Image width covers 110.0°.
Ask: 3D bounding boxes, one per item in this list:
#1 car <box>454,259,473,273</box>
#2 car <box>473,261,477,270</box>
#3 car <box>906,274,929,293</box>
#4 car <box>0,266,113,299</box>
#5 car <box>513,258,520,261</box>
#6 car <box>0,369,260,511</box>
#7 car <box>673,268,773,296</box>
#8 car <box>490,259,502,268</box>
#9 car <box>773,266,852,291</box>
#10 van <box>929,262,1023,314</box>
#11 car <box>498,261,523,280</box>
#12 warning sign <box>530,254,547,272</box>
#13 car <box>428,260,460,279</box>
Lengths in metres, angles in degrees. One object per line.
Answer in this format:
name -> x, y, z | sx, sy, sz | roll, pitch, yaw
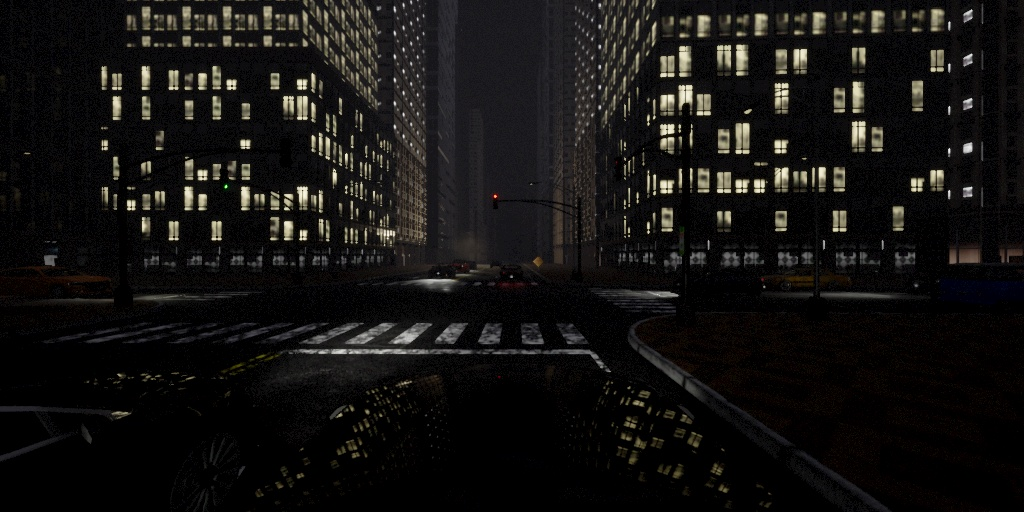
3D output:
car -> -6.397, 1.154, 43.385 | 2.097, 1.767, 4.553 | 0, 0, 0
car -> -6.342, 1.378, 53.881 | 2.033, 1.411, 5.357 | 0, 0, 0
car -> 23.386, 1.268, 18.466 | 4.902, 1.511, 2.128 | 0, 0, 2
car -> -22.310, 1.237, 17.221 | 5.008, 1.535, 1.882 | 0, 0, 0
car -> 0.306, 1.467, 64.434 | 1.895, 1.301, 4.718 | 0, 0, 0
car -> -3.155, 1.241, 1.188 | 2.128, 1.511, 4.902 | 0, 0, 0
car -> 10.885, 1.331, 19.023 | 4.181, 1.385, 1.994 | 0, 0, 5
car -> -2.847, 1.369, 63.817 | 1.837, 1.490, 4.892 | 0, 0, 0
car -> 17.181, 1.294, 21.319 | 4.829, 1.417, 1.751 | 0, 0, 2
van -> 18.412, 1.120, 13.141 | 3.998, 1.789, 1.690 | 0, 0, 2
car -> 0.036, 1.378, 31.281 | 1.895, 1.301, 4.718 | 0, 0, 1
warning sign -> 3.042, 0.912, 41.376 | 1.300, 1.860, 1.060 | 0, 0, 0
car -> -6.446, 1.345, 33.388 | 1.994, 1.385, 4.181 | 0, 0, 0
